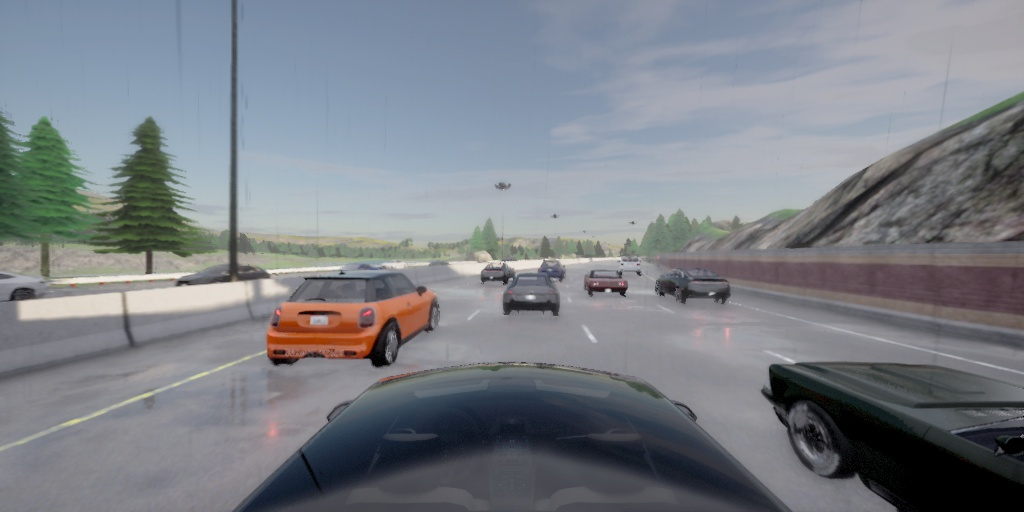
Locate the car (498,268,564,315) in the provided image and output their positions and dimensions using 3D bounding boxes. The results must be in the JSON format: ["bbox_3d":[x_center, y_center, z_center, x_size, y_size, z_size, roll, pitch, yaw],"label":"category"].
[{"bbox_3d":[0.793,1.329,13.729,1.994,1.385,4.181,0,0,5],"label":"car"}]

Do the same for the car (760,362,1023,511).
[{"bbox_3d":[3.649,1.362,1.772,1.895,1.301,4.718,0,0,0],"label":"car"}]

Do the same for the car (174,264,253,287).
[{"bbox_3d":[-16.253,1.224,20.443,1.837,1.490,4.892,0,0,7],"label":"car"}]

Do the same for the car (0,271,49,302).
[{"bbox_3d":[-20.522,1.224,13.133,1.812,1.442,4.674,0,0,5],"label":"car"}]

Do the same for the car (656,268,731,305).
[{"bbox_3d":[8.106,1.282,16.485,2.128,1.511,4.902,0,0,6],"label":"car"}]

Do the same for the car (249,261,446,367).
[{"bbox_3d":[-3.130,1.099,8.108,2.097,1.767,4.553,0,0,2],"label":"car"}]

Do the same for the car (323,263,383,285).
[{"bbox_3d":[-11.764,1.265,26.873,1.812,1.442,4.674,0,0,10],"label":"car"}]

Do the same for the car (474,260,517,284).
[{"bbox_3d":[-0.960,1.264,26.502,2.128,1.511,4.902,0,0,10],"label":"car"}]

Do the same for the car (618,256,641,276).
[{"bbox_3d":[12.951,1.051,39.431,2.150,2.045,5.566,0,0,17],"label":"car"}]

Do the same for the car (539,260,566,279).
[{"bbox_3d":[3.457,1.143,30.673,2.097,1.767,4.553,0,0,12],"label":"car"}]

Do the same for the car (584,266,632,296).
[{"bbox_3d":[4.959,1.385,19.533,1.895,1.301,4.718,0,0,8],"label":"car"}]

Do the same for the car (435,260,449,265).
[{"bbox_3d":[-11.433,1.335,55.621,1.994,1.385,4.181,0,0,19],"label":"car"}]
